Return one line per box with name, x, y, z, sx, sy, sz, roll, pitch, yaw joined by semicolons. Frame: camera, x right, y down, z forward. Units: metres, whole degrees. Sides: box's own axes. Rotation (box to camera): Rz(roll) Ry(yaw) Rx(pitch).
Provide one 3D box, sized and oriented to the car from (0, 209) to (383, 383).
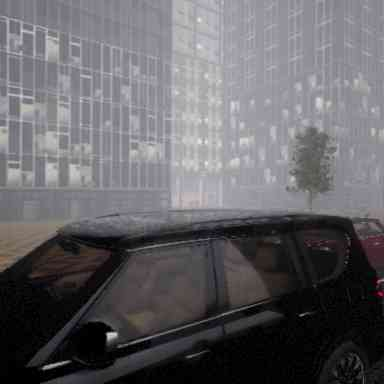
car;-0.437;1.227;3.051;5.566;2.045;2.150;0;0;-35
